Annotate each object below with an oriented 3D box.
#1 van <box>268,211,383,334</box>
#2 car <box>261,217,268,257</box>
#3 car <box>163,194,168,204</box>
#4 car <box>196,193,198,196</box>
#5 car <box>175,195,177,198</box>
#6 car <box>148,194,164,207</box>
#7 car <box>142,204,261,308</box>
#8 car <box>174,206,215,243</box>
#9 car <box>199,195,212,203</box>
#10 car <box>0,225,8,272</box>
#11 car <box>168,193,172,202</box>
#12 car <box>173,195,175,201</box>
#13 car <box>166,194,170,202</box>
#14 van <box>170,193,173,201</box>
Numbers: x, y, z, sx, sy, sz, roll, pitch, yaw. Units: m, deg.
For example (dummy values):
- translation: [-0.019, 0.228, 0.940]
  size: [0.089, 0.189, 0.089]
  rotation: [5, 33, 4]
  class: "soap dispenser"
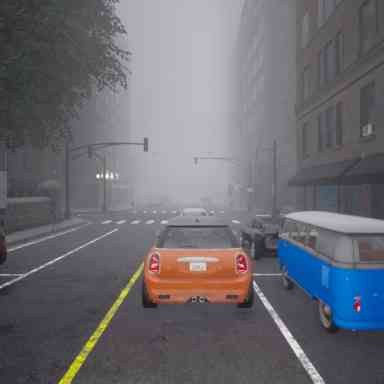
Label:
- translation: [2.858, 1.340, 6.520]
  size: [1.690, 1.788, 3.998]
  rotation: [0, 0, 0]
  class: "van"
- translation: [2.860, 1.563, 12.180]
  size: [1.947, 1.339, 4.313]
  rotation: [0, 0, 0]
  class: "car"
- translation: [-5.650, 1.522, 55.622]
  size: [2.008, 1.369, 4.403]
  rotation: [0, 0, 0]
  class: "car"
- translation: [2.887, 1.507, 93.969]
  size: [1.752, 1.417, 4.829]
  rotation: [0, 0, 0]
  class: "car"
- translation: [-5.642, 1.290, 82.876]
  size: [2.192, 1.841, 5.009]
  rotation: [0, 0, 0]
  class: "car"
- translation: [-5.652, 1.498, 50.001]
  size: [1.752, 1.417, 4.829]
  rotation: [0, 0, 0]
  class: "car"
- translation: [0.105, 1.351, 8.074]
  size: [2.097, 1.767, 4.553]
  rotation: [0, 0, 0]
  class: "car"
- translation: [0.107, 1.521, 17.075]
  size: [1.812, 1.442, 4.674]
  rotation: [0, 0, 0]
  class: "car"
- translation: [2.877, 1.410, 66.557]
  size: [1.967, 1.590, 4.097]
  rotation: [0, 0, 0]
  class: "car"
- translation: [-5.667, 1.314, 6.482]
  size: [2.192, 1.841, 5.009]
  rotation: [0, 0, 0]
  class: "car"
- translation: [-5.647, 1.515, 66.524]
  size: [1.887, 1.381, 4.507]
  rotation: [0, 0, 0]
  class: "car"
- translation: [-5.643, 1.523, 77.425]
  size: [2.008, 1.369, 4.403]
  rotation: [0, 0, 0]
  class: "car"
- translation: [-5.649, 1.515, 61.073]
  size: [1.887, 1.381, 4.507]
  rotation: [0, 0, 0]
  class: "car"
- translation: [-5.646, 1.312, 71.974]
  size: [1.690, 1.788, 3.998]
  rotation: [0, 0, 0]
  class: "van"
